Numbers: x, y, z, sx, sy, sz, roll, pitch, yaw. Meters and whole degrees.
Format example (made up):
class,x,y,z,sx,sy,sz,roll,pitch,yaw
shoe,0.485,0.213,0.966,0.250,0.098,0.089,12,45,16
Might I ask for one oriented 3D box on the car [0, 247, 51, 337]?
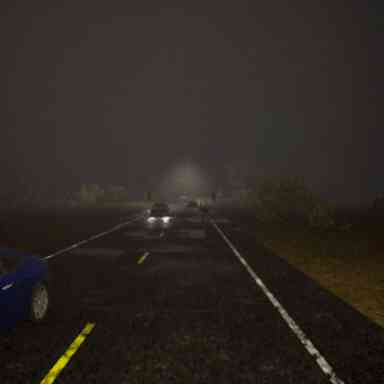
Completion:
class,x,y,z,sx,sy,sz,roll,pitch,yaw
car,-3.599,1.577,4.660,1.812,1.442,4.674,0,-1,0

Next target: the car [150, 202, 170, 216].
class,x,y,z,sx,sy,sz,roll,pitch,yaw
car,-3.590,1.879,37.420,1.882,1.535,5.008,0,-1,0

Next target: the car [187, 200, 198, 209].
class,x,y,z,sx,sy,sz,roll,pitch,yaw
car,0.073,2.189,58.255,1.994,1.385,4.181,0,-1,0

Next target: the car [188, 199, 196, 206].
class,x,y,z,sx,sy,sz,roll,pitch,yaw
car,0.001,2.356,74.208,1.895,1.301,4.718,0,0,0

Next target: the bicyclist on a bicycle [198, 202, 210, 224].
class,x,y,z,sx,sy,sz,roll,pitch,yaw
bicyclist on a bicycle,0.963,1.626,23.761,0.659,1.776,1.843,0,0,0
